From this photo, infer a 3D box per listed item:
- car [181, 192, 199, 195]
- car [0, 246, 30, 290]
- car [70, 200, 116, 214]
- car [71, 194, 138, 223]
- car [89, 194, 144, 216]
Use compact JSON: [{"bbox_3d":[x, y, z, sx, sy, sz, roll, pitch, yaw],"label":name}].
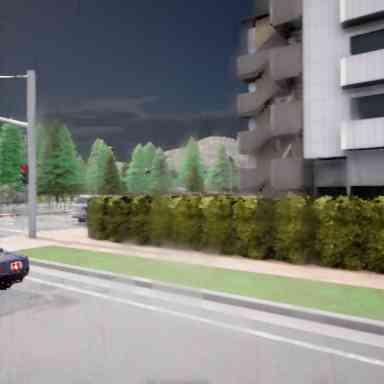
[{"bbox_3d":[-0.785,1.083,50.183,2.150,2.045,5.566,0,0,36],"label":"car"},{"bbox_3d":[-5.976,1.636,7.855,4.718,1.301,1.895,0,0,34],"label":"car"},{"bbox_3d":[-10.831,1.644,36.663,1.895,1.301,4.718,0,0,36],"label":"car"},{"bbox_3d":[-6.306,1.241,25.060,2.150,2.045,5.566,0,0,39],"label":"car"},{"bbox_3d":[-7.780,1.241,34.911,2.150,2.045,5.566,0,0,36],"label":"car"}]
